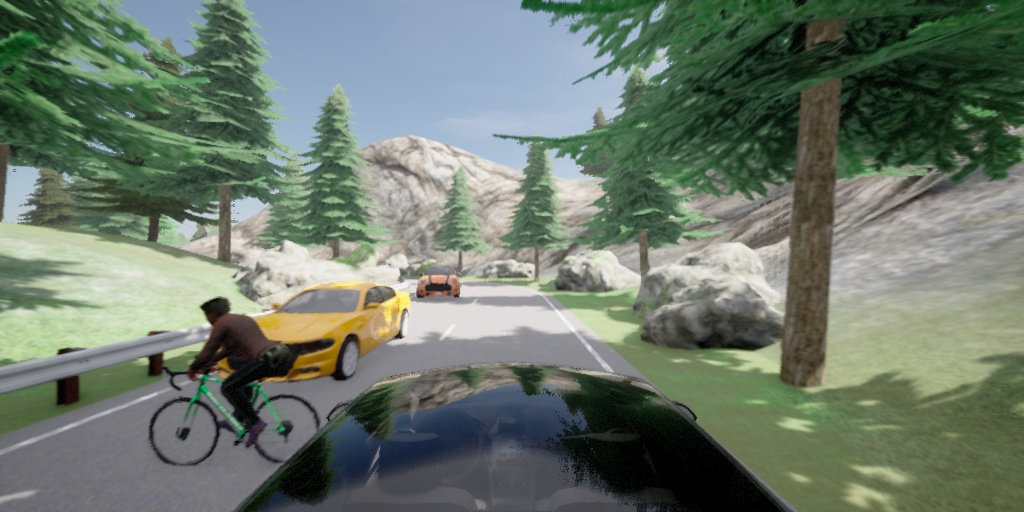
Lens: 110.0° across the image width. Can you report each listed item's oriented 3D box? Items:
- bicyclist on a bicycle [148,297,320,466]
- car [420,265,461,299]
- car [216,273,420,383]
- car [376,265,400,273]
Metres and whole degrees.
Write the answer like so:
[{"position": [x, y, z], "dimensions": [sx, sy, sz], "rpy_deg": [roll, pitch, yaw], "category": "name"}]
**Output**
[{"position": [-2.684, 1.224, 3.461], "dimensions": [1.656, 1.620, 0.582], "rpy_deg": [-2, -1, -1], "category": "bicyclist on a bicycle"}, {"position": [-3.928, 1.297, 19.788], "dimensions": [2.097, 1.767, 4.553], "rpy_deg": [0, -1, -8], "category": "car"}, {"position": [-3.606, 1.292, 7.578], "dimensions": [1.882, 1.535, 5.008], "rpy_deg": [0, 0, 0], "category": "car"}, {"position": [-14.008, 1.666, 37.638], "dimensions": [4.674, 1.442, 1.812], "rpy_deg": [-1, -1, 21], "category": "car"}]
